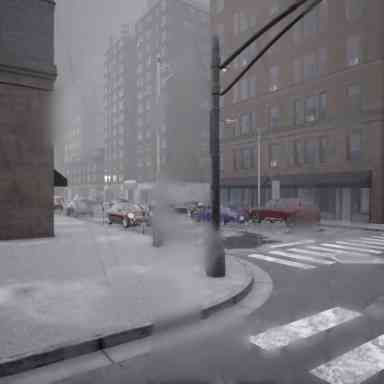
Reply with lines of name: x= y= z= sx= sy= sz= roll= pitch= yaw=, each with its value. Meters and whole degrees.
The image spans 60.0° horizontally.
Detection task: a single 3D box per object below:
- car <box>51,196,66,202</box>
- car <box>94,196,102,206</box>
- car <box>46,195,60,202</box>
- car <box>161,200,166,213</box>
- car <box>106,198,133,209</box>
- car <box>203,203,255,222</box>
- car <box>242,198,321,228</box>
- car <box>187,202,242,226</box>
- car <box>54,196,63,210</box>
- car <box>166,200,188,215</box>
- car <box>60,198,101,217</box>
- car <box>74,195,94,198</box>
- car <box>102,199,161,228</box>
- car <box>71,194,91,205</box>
car: x=-28.853 y=1.478 z=71.905 sx=2.008 sy=1.369 sz=4.403 roll=0 pitch=0 yaw=-35
car: x=-15.899 y=1.457 z=53.972 sx=1.837 sy=1.490 sz=4.892 roll=0 pitch=0 yaw=-35
car: x=-32.029 y=1.471 z=76.424 sx=2.008 sy=1.369 sz=4.403 roll=0 pitch=0 yaw=-35
car: x=-3.445 y=1.529 z=35.751 sx=2.008 sy=1.369 sz=4.403 roll=0 pitch=0 yaw=-35
car: x=-9.797 y=1.532 z=44.789 sx=1.947 sy=1.339 sz=4.313 roll=0 pitch=0 yaw=-35
car: x=2.907 y=1.571 z=26.712 sx=1.802 sy=1.307 sz=4.206 roll=0 pitch=0 yaw=-35
car: x=6.084 y=1.309 z=22.193 sx=2.192 sy=1.841 sz=5.009 roll=0 pitch=0 yaw=-35
car: x=1.902 y=1.517 z=23.347 sx=1.812 sy=1.442 sz=4.674 roll=0 pitch=0 yaw=-35
car: x=-16.761 y=1.512 z=39.871 sx=1.887 sy=1.381 sz=4.507 roll=0 pitch=0 yaw=-35
car: x=-0.269 y=1.550 z=31.231 sx=1.947 sy=1.339 sz=4.313 roll=0 pitch=0 yaw=-35
car: x=-10.407 y=1.530 z=30.830 sx=2.008 sy=1.369 sz=4.403 roll=0 pitch=0 yaw=-35
car: x=-16.792 y=1.434 z=49.935 sx=1.882 sy=1.535 sz=5.008 roll=0 pitch=0 yaw=-35
car: x=-4.054 y=1.430 z=21.789 sx=1.967 sy=1.590 sz=4.097 roll=0 pitch=0 yaw=-35
car: x=-19.933 y=1.298 z=59.656 sx=2.097 sy=1.767 sz=4.553 roll=0 pitch=0 yaw=-35
